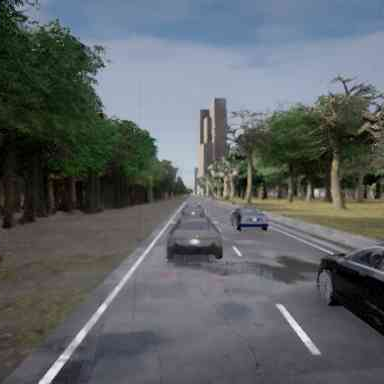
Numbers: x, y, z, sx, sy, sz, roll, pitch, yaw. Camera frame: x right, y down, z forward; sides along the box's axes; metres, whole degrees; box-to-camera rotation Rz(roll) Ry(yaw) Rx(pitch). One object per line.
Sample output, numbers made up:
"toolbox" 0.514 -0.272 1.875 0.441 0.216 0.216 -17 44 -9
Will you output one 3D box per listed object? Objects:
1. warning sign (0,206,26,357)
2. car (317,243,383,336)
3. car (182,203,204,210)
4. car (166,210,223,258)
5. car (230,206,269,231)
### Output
"warning sign" -3.049 1.133 4.276 1.300 1.860 1.060 0 0 0
"car" 3.558 1.514 5.179 2.128 1.511 4.902 0 0 0
"car" 0.095 1.684 29.003 1.994 1.385 4.181 0 0 0
"car" 0.091 1.618 12.997 1.994 1.385 4.181 0 0 0
"car" 3.570 1.635 21.476 2.033 1.411 5.357 0 0 0
